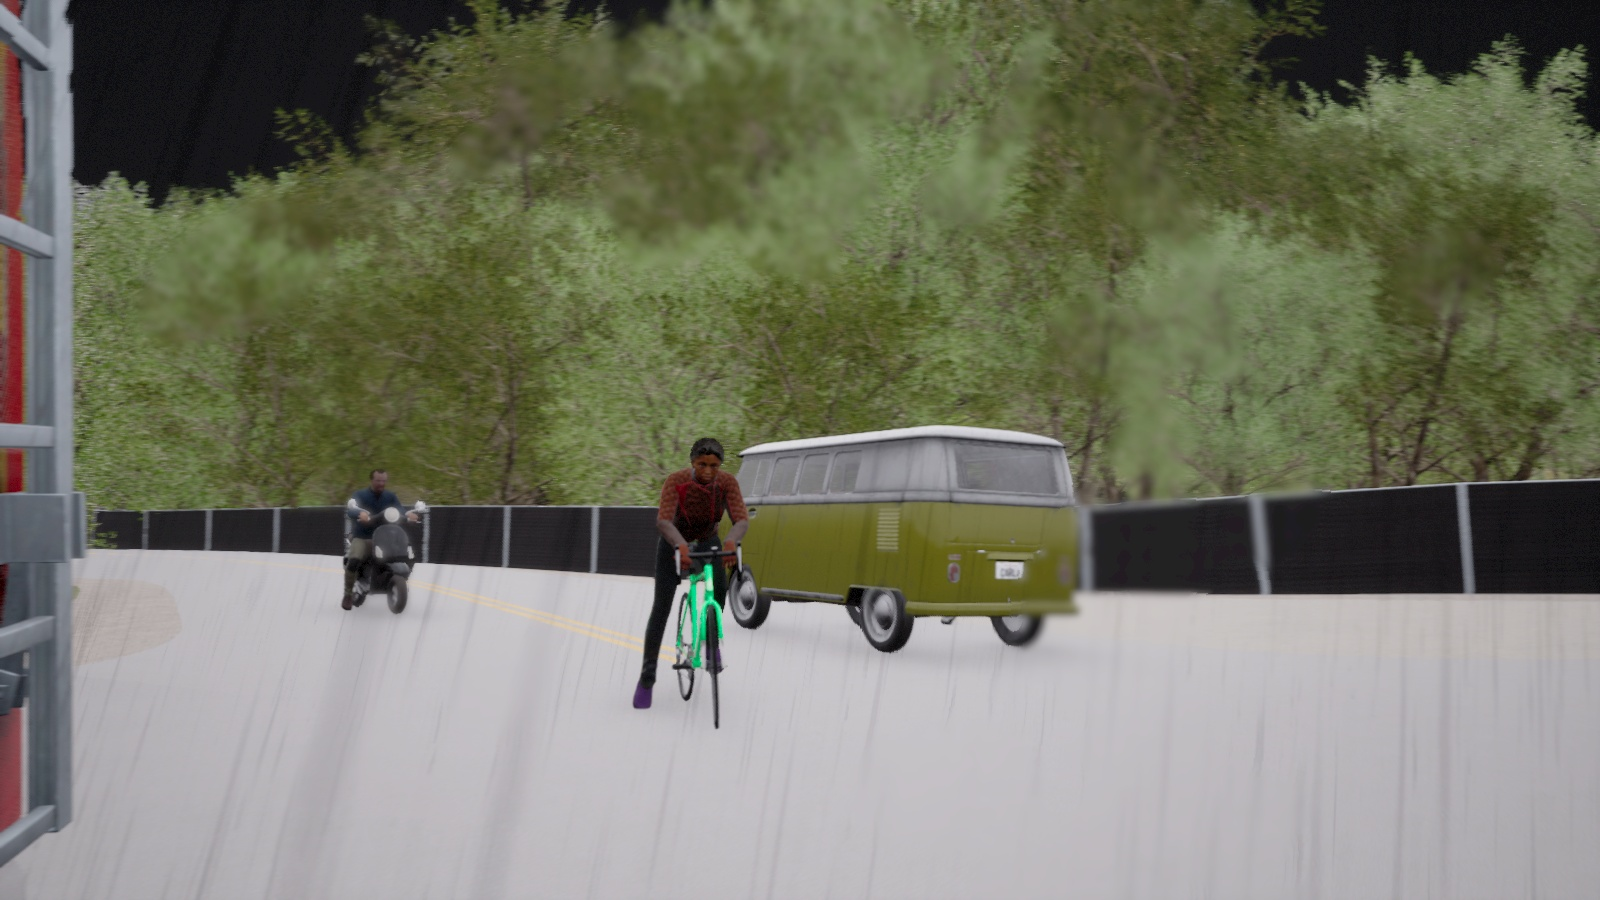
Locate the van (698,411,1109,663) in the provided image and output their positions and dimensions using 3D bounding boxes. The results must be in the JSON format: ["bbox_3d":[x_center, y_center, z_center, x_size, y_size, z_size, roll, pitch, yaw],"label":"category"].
[{"bbox_3d":[0.782,0.847,12.304,1.775,1.987,4.442,4,-5,-30],"label":"van"}]

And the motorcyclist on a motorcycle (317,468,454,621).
[{"bbox_3d":[-4.671,1.037,14.095,0.866,1.590,1.817,3,-4,-37],"label":"motorcyclist on a motorcycle"}]

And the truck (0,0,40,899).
[{"bbox_3d":[-5.398,-0.386,0.269,8.468,3.827,2.891,0,0,-12],"label":"truck"}]

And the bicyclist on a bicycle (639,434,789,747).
[{"bbox_3d":[-0.549,0.760,7.404,0.582,1.620,1.656,1,-2,-14],"label":"bicyclist on a bicycle"}]
